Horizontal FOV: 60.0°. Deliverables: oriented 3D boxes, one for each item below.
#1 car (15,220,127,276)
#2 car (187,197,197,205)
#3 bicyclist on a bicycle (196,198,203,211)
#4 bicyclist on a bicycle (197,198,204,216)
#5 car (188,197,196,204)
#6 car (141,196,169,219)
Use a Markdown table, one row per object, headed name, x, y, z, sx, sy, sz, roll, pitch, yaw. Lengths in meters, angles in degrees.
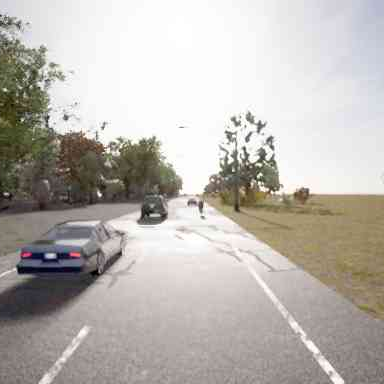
| name | x | y | z | sx | sy | sz | roll | pitch | yaw |
| --- | --- | --- | --- | --- | --- | --- | --- | --- | --- |
| car | -3.408 | 1.594 | 10.493 | 2.033 | 1.411 | 5.357 | 0 | 0 | 0 |
| car | 0.028 | 1.828 | 63.991 | 2.033 | 1.411 | 5.357 | 0 | 0 | 1 |
| bicyclist on a bicycle | 0.979 | 1.623 | 42.728 | 0.866 | 1.612 | 1.509 | 0 | 0 | 0 |
| bicyclist on a bicycle | 0.962 | 1.596 | 32.831 | 0.582 | 1.620 | 1.656 | 0 | -1 | 0 |
| car | -0.003 | 1.838 | 76.679 | 1.837 | 1.490 | 4.892 | 0 | 0 | 0 |
| car | -3.403 | 1.357 | 30.995 | 2.150 | 2.045 | 5.566 | 0 | 0 | 0 |
